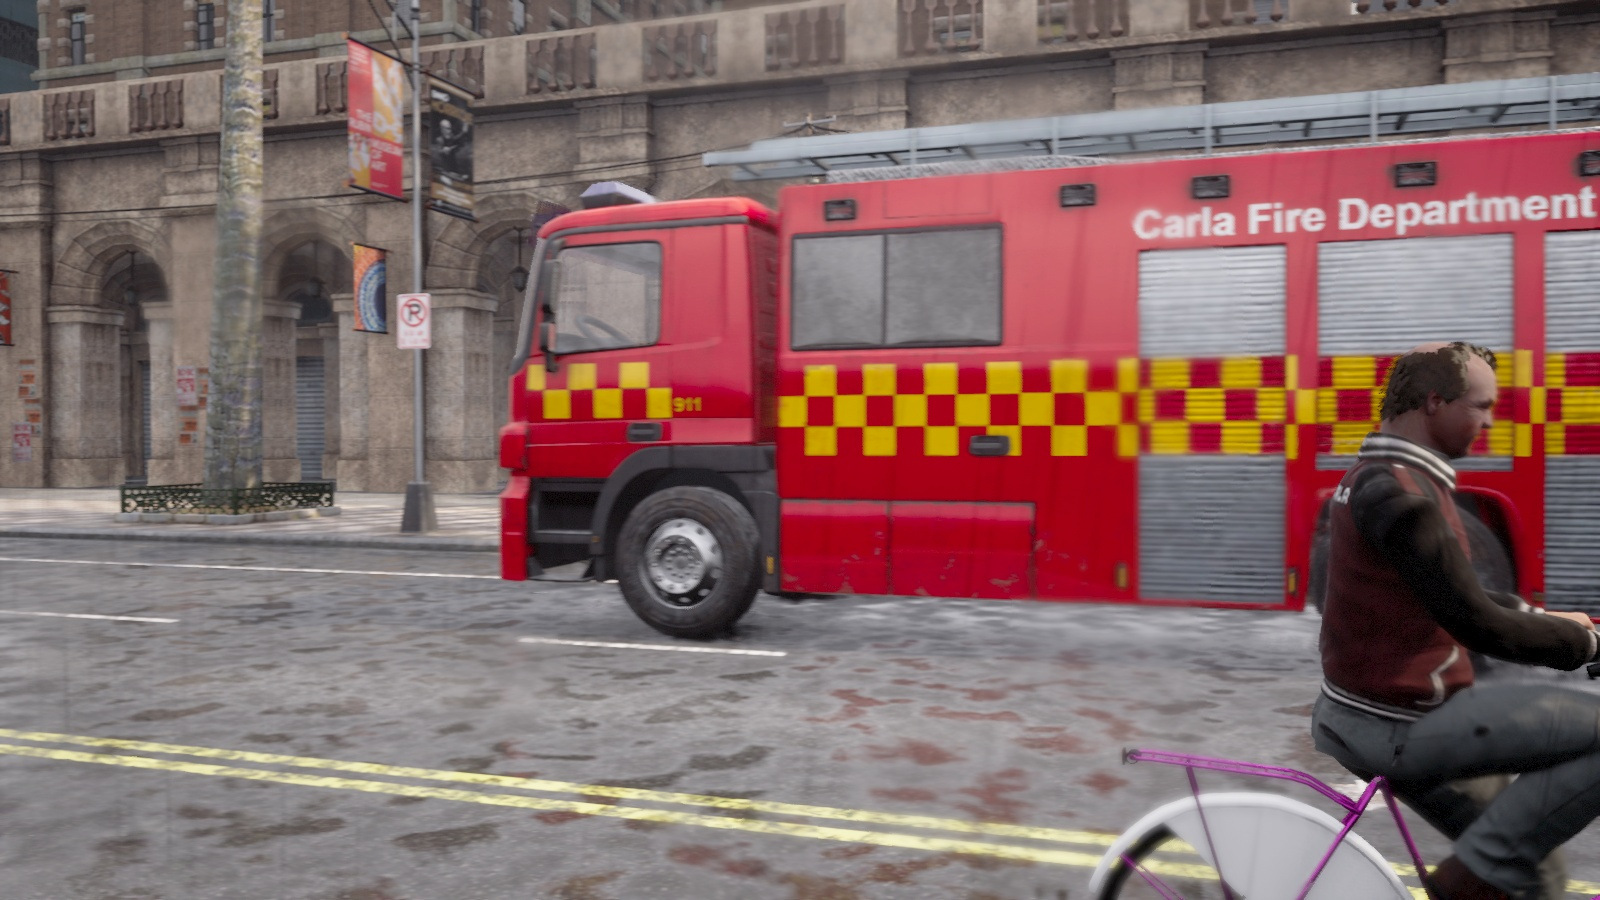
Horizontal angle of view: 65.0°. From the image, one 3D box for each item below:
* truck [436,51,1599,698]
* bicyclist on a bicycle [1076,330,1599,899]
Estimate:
[{"bbox_3d":[1.576,-0.494,10.030,8.468,3.827,2.891,1,1,19],"label":"truck"},{"bbox_3d":[1.562,0.660,2.663,1.843,1.776,0.659,0,1,19],"label":"bicyclist on a bicycle"}]
